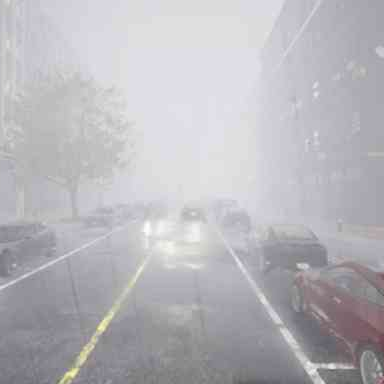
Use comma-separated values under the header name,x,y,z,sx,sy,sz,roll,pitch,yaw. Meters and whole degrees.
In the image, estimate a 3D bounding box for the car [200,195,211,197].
name,x,y,z,sx,sy,sz,roll,pitch,yaw
car,2.704,1.688,55.563,1.802,1.307,4.206,1,0,0

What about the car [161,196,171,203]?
name,x,y,z,sx,sy,sz,roll,pitch,yaw
car,-5.631,1.686,72.575,2.008,1.369,4.403,1,0,0

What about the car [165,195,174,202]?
name,x,y,z,sx,sy,sz,roll,pitch,yaw
car,-5.622,1.595,83.887,1.967,1.590,4.097,1,0,0

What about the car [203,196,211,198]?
name,x,y,z,sx,sy,sz,roll,pitch,yaw
car,2.741,1.612,44.420,1.752,1.417,4.829,1,0,0

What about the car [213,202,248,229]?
name,x,y,z,sx,sy,sz,roll,pitch,yaw
car,2.715,1.595,21.625,2.008,1.369,4.403,1,0,0

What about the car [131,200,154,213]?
name,x,y,z,sx,sy,sz,roll,pitch,yaw
car,-5.654,1.628,38.637,2.008,1.369,4.403,1,0,0

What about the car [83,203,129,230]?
name,x,y,z,sx,sy,sz,roll,pitch,yaw
car,-5.665,1.589,21.667,1.887,1.381,4.507,1,0,0

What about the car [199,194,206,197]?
name,x,y,z,sx,sy,sz,roll,pitch,yaw
car,2.711,1.431,61.219,2.192,1.841,5.009,1,0,0

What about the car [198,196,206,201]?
name,x,y,z,sx,sy,sz,roll,pitch,yaw
car,2.727,1.730,89.500,1.947,1.339,4.313,1,0,0

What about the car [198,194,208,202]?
name,x,y,z,sx,sy,sz,roll,pitch,yaw
car,2.726,1.470,83.844,2.192,1.841,5.009,1,0,0

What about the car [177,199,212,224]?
name,x,y,z,sx,sy,sz,roll,pitch,yaw
car,0.111,1.556,25.399,2.163,1.488,4.792,0,0,0

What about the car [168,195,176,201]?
name,x,y,z,sx,sy,sz,roll,pitch,yaw
car,-5.615,1.613,95.200,1.967,1.590,4.097,1,0,0

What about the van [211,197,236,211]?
name,x,y,z,sx,sy,sz,roll,pitch,yaw
van,2.722,1.397,27.282,1.690,1.788,3.998,1,0,0

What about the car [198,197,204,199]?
name,x,y,z,sx,sy,sz,roll,pitch,yaw
car,0.076,1.629,41.231,2.033,1.411,5.357,0,0,1

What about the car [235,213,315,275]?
name,x,y,z,sx,sy,sz,roll,pitch,yaw
car,2.708,1.572,10.312,2.008,1.369,4.403,1,0,0

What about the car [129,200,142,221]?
name,x,y,z,sx,sy,sz,roll,pitch,yaw
car,-5.661,1.607,27.323,2.008,1.369,4.403,1,0,0

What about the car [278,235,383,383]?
name,x,y,z,sx,sy,sz,roll,pitch,yaw
car,2.704,1.592,4.656,1.802,1.307,4.206,1,0,0

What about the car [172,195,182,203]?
name,x,y,z,sx,sy,sz,roll,pitch,yaw
car,-2.954,1.641,69.612,2.033,1.411,5.357,0,0,0

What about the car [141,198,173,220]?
name,x,y,z,sx,sy,sz,roll,pitch,yaw
car,-3.080,1.550,28.976,2.128,1.511,4.902,0,0,0

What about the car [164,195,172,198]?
name,x,y,z,sx,sy,sz,roll,pitch,yaw
car,-5.635,1.677,66.918,2.008,1.369,4.403,1,0,0

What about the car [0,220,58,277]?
name,x,y,z,sx,sy,sz,roll,pitch,yaw
car,-5.673,1.588,10.354,1.947,1.339,4.313,1,0,0

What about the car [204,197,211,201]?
name,x,y,z,sx,sy,sz,roll,pitch,yaw
car,2.732,1.643,38.593,1.947,1.339,4.313,1,0,0
